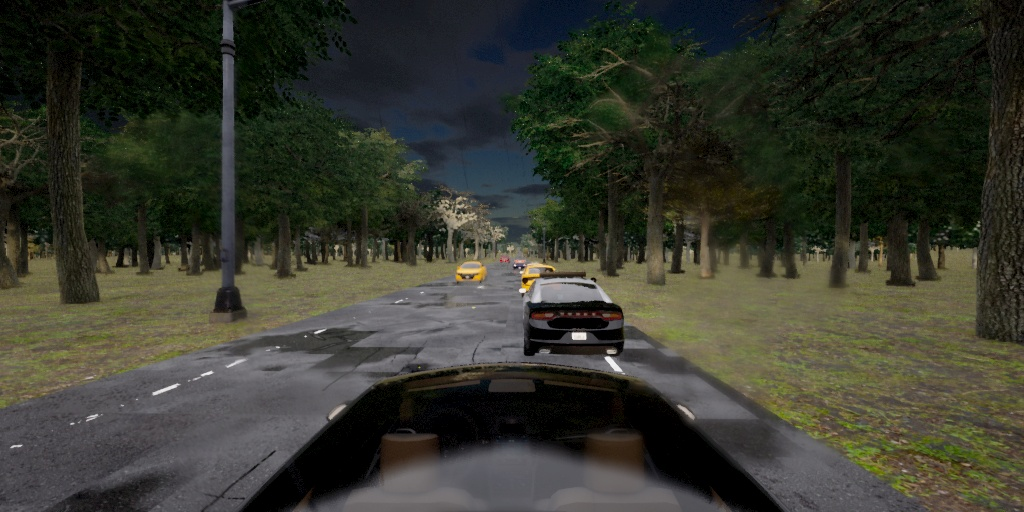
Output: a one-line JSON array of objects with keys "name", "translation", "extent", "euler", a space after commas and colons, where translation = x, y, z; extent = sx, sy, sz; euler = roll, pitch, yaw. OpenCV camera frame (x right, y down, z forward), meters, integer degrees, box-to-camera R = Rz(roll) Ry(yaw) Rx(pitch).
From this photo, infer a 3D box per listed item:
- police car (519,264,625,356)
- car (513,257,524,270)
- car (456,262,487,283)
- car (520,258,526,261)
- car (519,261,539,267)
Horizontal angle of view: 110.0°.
[{"name": "police car", "translation": [1.208, 1.170, 8.728], "extent": [1.930, 1.638, 5.238], "euler": [0, 0, 1]}, {"name": "car", "translation": [1.087, 1.229, 48.591], "extent": [1.895, 1.301, 4.718], "euler": [0, 0, 2]}, {"name": "car", "translation": [-3.026, 1.187, 27.306], "extent": [1.882, 1.535, 5.008], "euler": [0, 0, 1]}, {"name": "car", "translation": [1.570, 1.172, 24.806], "extent": [1.801, 1.575, 5.366], "euler": [0, 0, 1]}, {"name": "car", "translation": [1.431, 1.208, 18.618], "extent": [1.882, 1.535, 5.008], "euler": [0, 0, 1]}]
